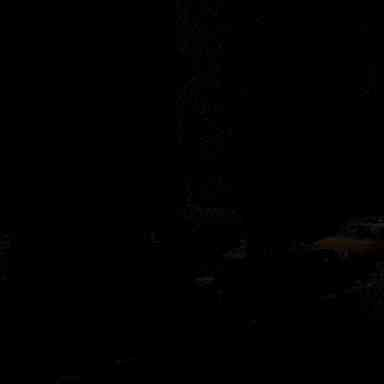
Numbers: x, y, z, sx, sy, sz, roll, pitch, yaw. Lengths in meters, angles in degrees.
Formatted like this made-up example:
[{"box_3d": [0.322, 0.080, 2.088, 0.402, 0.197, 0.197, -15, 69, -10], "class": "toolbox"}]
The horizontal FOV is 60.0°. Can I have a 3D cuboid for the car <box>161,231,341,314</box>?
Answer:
[{"box_3d": [1.316, 1.606, 7.577, 4.206, 1.307, 1.802, 0, 0, -35], "class": "car"}]

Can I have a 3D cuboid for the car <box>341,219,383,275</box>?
[{"box_3d": [5.609, 1.572, 10.630, 4.829, 1.417, 1.752, 0, 0, -35], "class": "car"}]
